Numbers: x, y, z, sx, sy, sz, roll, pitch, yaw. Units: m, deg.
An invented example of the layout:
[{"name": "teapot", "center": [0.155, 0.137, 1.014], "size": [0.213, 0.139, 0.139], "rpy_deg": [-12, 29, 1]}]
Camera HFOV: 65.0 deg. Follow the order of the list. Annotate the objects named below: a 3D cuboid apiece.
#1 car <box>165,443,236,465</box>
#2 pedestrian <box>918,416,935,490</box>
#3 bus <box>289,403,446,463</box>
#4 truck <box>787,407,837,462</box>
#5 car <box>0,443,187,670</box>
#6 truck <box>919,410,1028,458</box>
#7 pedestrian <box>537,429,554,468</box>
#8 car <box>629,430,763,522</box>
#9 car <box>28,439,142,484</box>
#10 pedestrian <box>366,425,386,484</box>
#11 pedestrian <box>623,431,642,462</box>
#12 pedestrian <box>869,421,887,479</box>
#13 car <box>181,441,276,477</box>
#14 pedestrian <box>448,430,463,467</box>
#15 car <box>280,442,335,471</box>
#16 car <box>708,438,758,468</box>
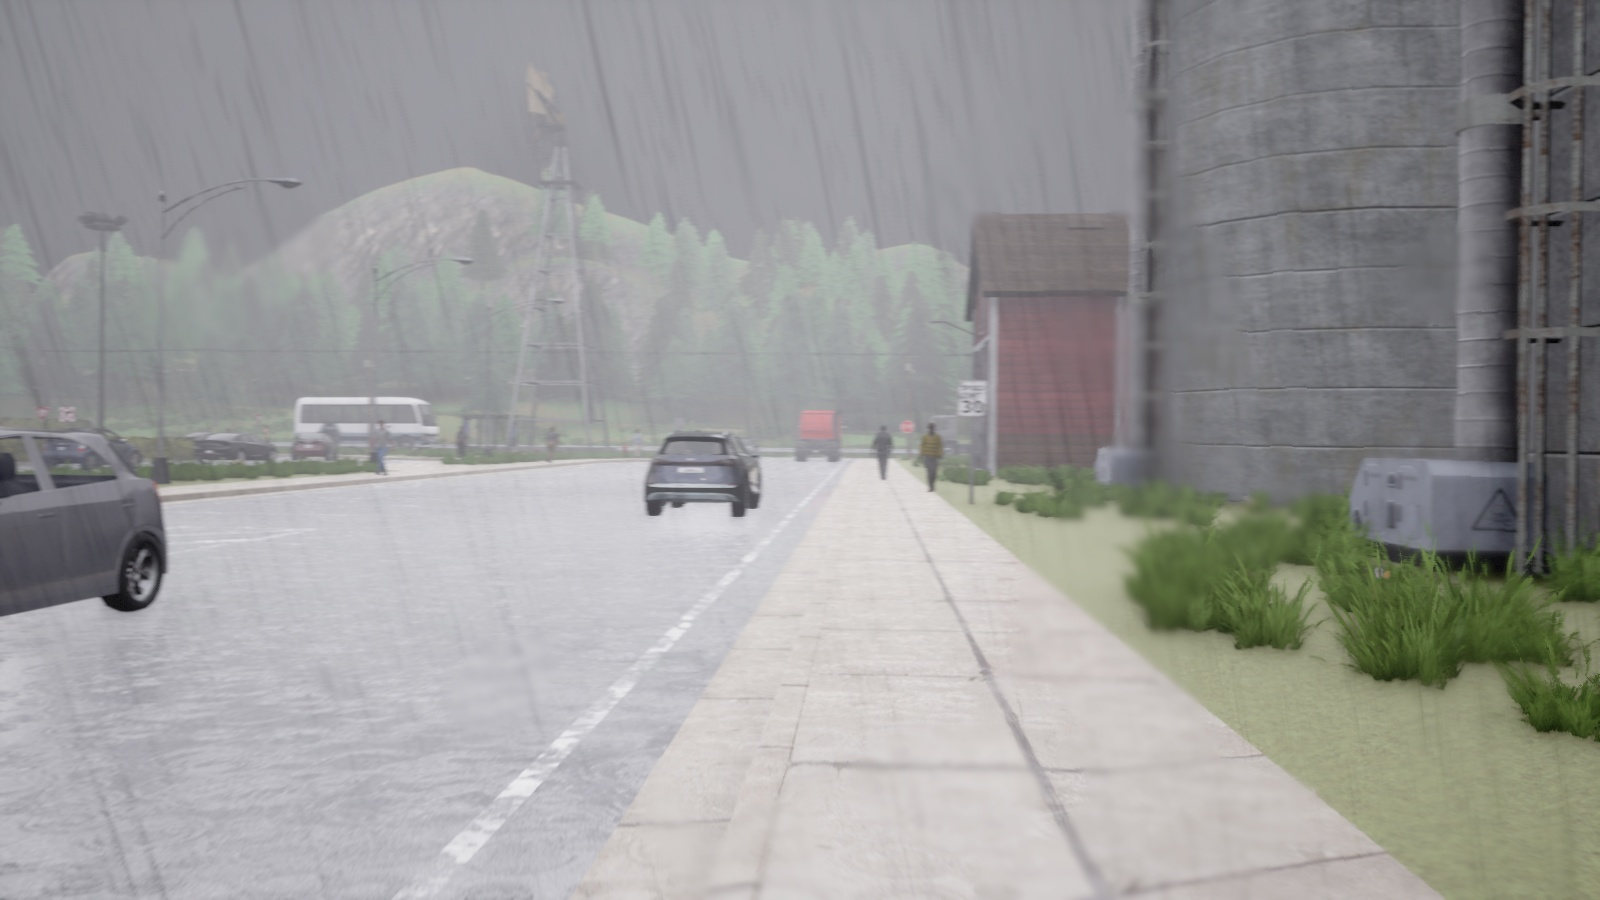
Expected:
[{"name": "car", "center": [-41.589, 0.255, 87.253], "size": [2.163, 1.488, 4.792], "rpy_deg": [0, 1, 8]}, {"name": "pedestrian", "center": [3.180, 0.074, 31.572], "size": [0.370, 1.835, 0.726], "rpy_deg": [0, 1, 4]}, {"name": "bus", "center": [-32.288, -1.255, 94.035], "size": [10.273, 4.253, 3.944], "rpy_deg": [-1, 0, 4]}, {"name": "truck", "center": [0.880, -1.013, 82.635], "size": [2.891, 3.462, 7.936], "rpy_deg": [0, 1, 3]}, {"name": "car", "center": [-6.222, 0.714, 8.892], "size": [1.845, 1.501, 3.633], "rpy_deg": [0, 1, 3]}, {"name": "truck", "center": [13.007, -1.218, 94.542], "size": [7.936, 3.462, 2.891], "rpy_deg": [0, 1, 4]}, {"name": "pedestrian", "center": [-12.250, -0.071, 60.455], "size": [0.540, 1.848, 0.694], "rpy_deg": [0, 1, 12]}, {"name": "car", "center": [-1.940, 0.448, 25.054], "size": [2.033, 1.649, 4.856], "rpy_deg": [0, 1, 3]}, {"name": "car", "center": [-26.853, 0.406, 47.308], "size": [1.851, 1.617, 3.988], "rpy_deg": [0, 1, 3]}, {"name": "pedestrian", "center": [-13.271, 0.131, 39.303], "size": [0.354, 1.836, 0.706], "rpy_deg": [0, 1, 2]}, {"name": "pedestrian", "center": [-9.938, -0.217, 74.379], "size": [0.874, 1.855, 0.900], "rpy_deg": [0, 1, 11]}, {"name": "pedestrian", "center": [2.524, -0.004, 40.601], "size": [0.563, 1.883, 0.849], "rpy_deg": [0, 1, 3]}, {"name": "car", "center": [-26.260, 0.383, 57.925], "size": [1.882, 1.535, 5.008], "rpy_deg": [0, 0, 3]}, {"name": "pedestrian", "center": [-17.549, -0.067, 64.000], "size": [0.540, 1.848, 0.694], "rpy_deg": [0, 1, 3]}, {"name": "car", "center": [-26.782, 0.314, 68.404], "size": [2.163, 1.488, 4.792], "rpy_deg": [-1, 1, -14]}, {"name": "car", "center": [-3.453, 0.110, 66.066], "size": [2.128, 1.511, 4.902], "rpy_deg": [0, 1, 3]}]
